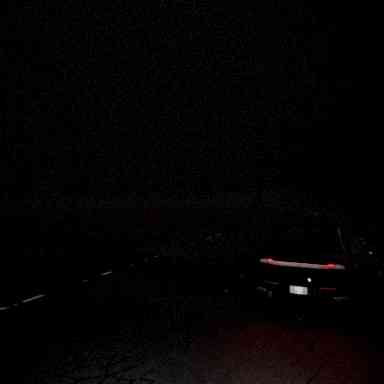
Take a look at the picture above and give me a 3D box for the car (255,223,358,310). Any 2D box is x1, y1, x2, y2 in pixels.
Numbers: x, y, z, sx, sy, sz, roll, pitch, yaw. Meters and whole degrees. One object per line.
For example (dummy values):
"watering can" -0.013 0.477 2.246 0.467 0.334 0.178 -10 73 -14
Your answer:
"car" 2.844 1.509 8.018 2.128 1.511 4.902 0 0 24

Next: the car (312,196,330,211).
"car" 18.725 1.648 48.152 2.150 2.045 5.566 0 -1 19
